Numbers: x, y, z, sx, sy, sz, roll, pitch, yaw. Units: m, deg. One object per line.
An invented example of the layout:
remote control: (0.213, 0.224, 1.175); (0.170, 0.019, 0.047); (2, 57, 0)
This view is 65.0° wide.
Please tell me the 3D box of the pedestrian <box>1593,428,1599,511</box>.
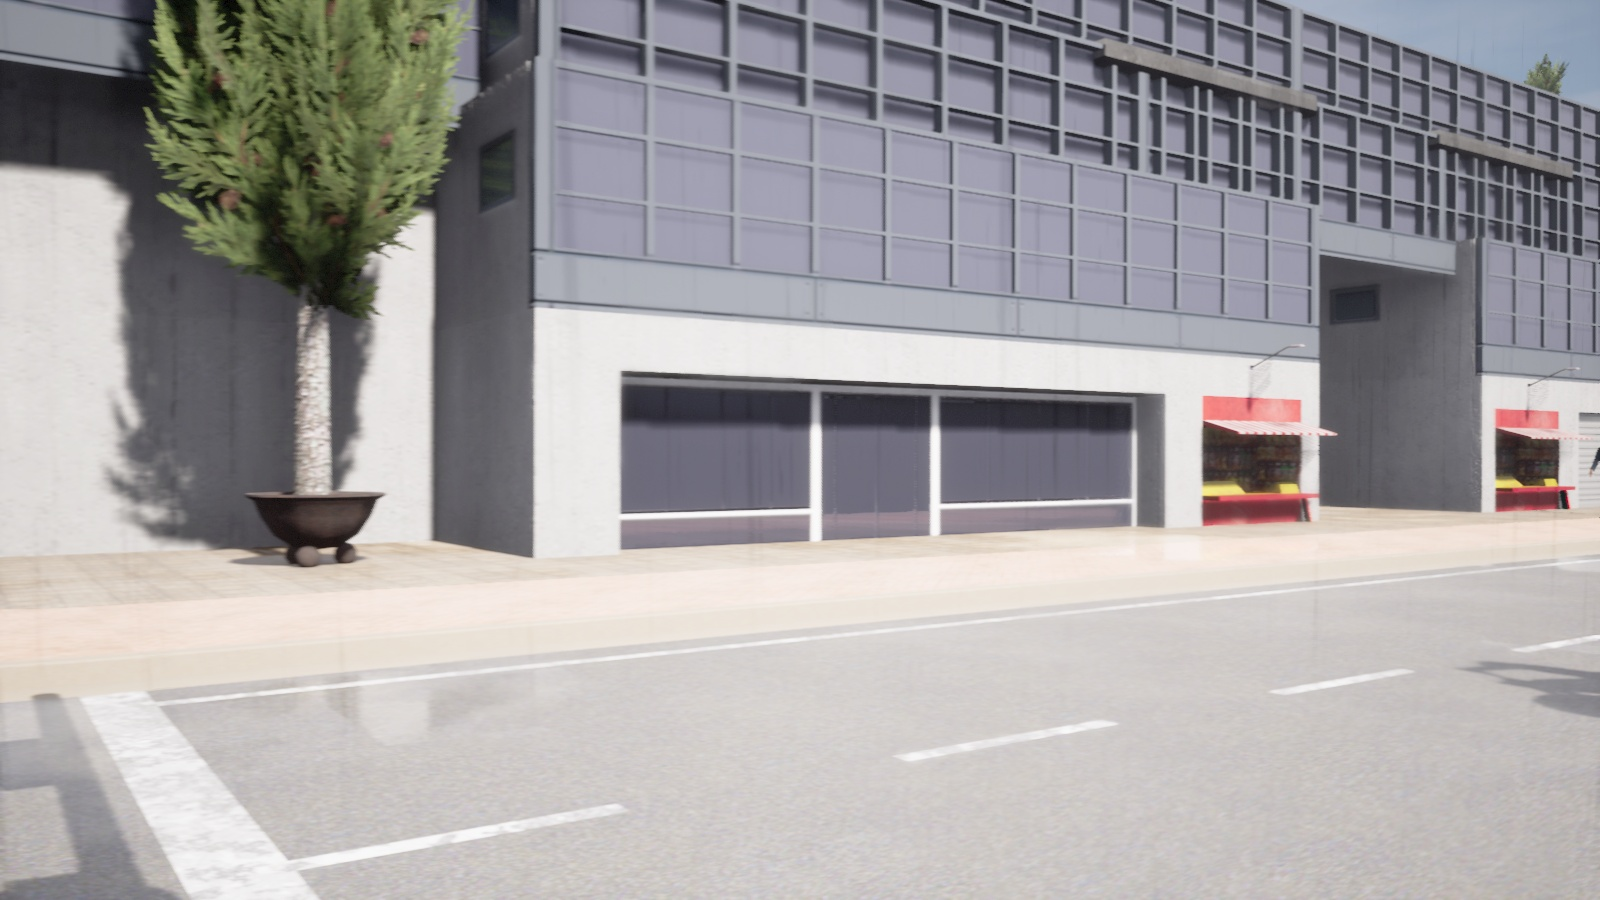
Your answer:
pedestrian: (18.094, 0.433, 28.066); (0.726, 1.842, 0.402); (0, 0, -39)

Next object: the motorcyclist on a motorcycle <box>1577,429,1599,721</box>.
motorcyclist on a motorcycle: (5.634, 0.702, 7.526); (2.350, 1.649, 0.766); (0, 0, -34)
